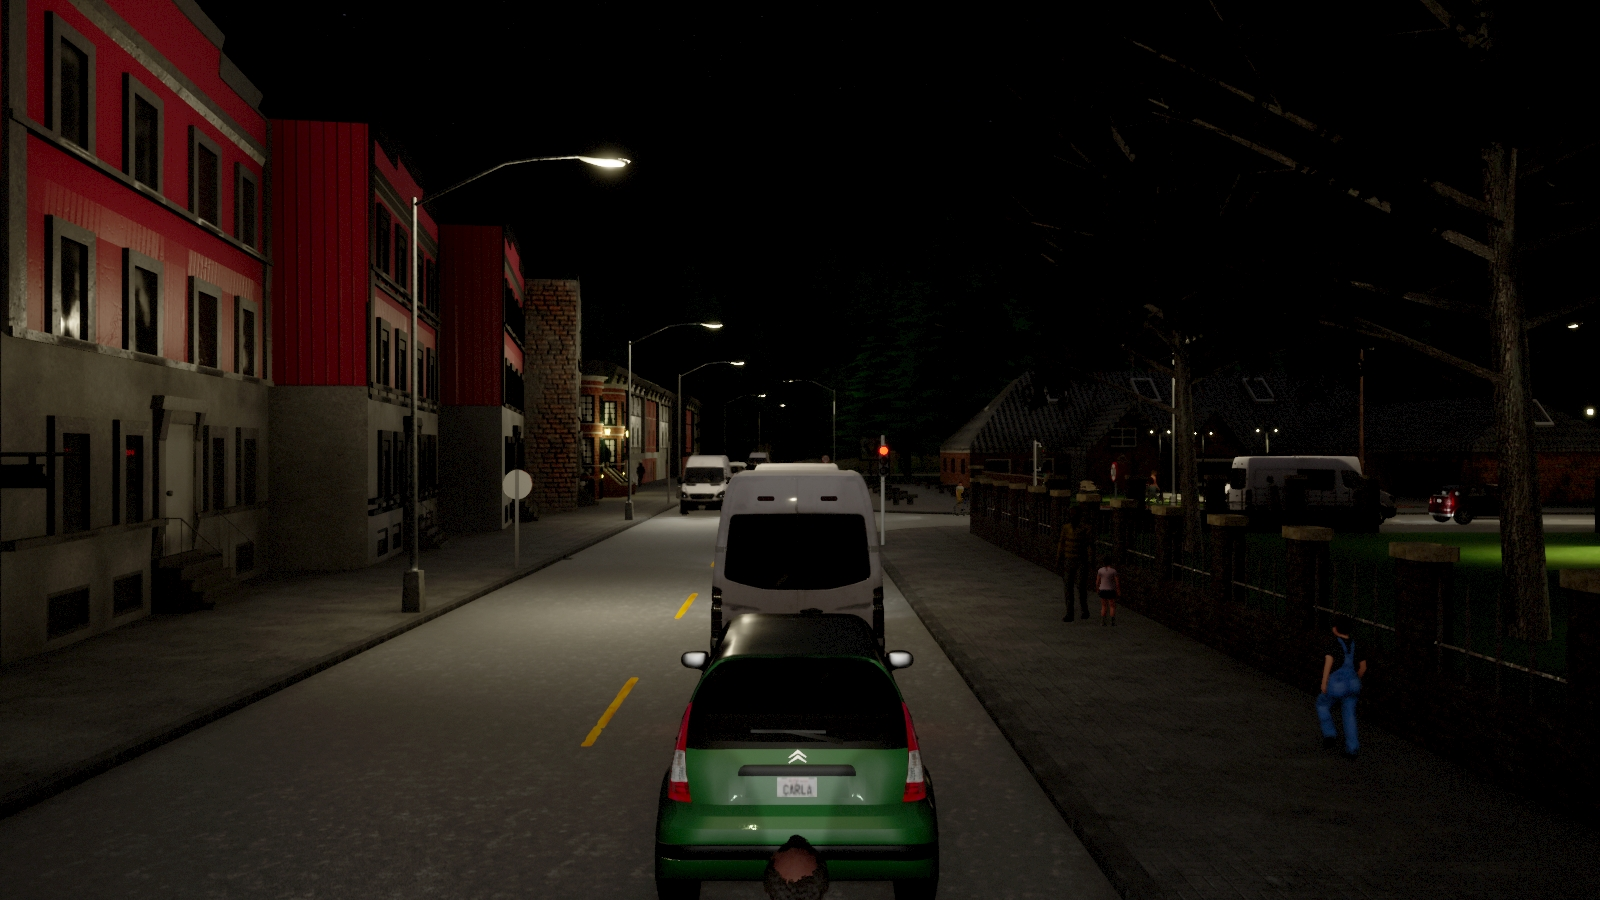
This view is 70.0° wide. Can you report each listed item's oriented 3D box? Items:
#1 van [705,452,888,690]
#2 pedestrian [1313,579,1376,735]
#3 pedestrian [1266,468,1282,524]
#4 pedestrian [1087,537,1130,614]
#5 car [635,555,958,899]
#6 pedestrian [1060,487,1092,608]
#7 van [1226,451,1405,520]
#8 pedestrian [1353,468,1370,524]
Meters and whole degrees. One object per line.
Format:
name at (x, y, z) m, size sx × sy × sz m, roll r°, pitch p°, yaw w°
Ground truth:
van at (-0.048, 1.314, 15.312) m, size 1.988 × 2.561 × 5.915 m, roll 0°, pitch 0°, yaw 0°
pedestrian at (4.781, 1.805, 10.035) m, size 0.375 × 1.300 × 0.375 m, roll 0°, pitch 0°, yaw 0°
pedestrian at (15.841, 1.525, 38.165) m, size 0.375 × 1.860 × 0.375 m, roll 0°, pitch 0°, yaw 2°
pedestrian at (4.717, 1.904, 17.454) m, size 0.500 × 1.100 × 0.500 m, roll 0°, pitch 0°, yaw 36°
car at (-0.023, 1.779, 8.527) m, size 1.851 × 1.617 × 3.988 m, roll 0°, pitch 0°, yaw 0°
pedestrian at (4.358, 1.525, 18.009) m, size 0.375 × 1.860 × 0.375 m, roll 0°, pitch 0°, yaw 36°
van at (19.552, 1.314, 43.543) m, size 5.915 × 2.561 × 1.988 m, roll 0°, pitch 0°, yaw 1°
pedestrian at (18.720, 1.525, 38.090) m, size 0.375 × 1.860 × 0.375 m, roll 0°, pitch 0°, yaw 0°
